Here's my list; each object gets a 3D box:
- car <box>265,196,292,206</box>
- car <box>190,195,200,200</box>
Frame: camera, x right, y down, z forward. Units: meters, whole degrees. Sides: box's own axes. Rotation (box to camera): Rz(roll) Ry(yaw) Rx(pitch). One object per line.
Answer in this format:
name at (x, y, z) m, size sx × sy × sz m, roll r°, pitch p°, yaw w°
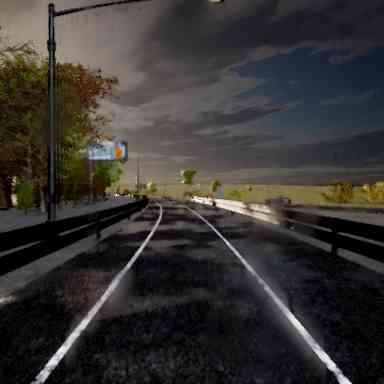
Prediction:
car at (12.853, 1.327, 49.832) m, size 2.128 × 1.511 × 4.902 m, roll 0°, pitch 0°, yaw -21°
car at (0.939, 1.493, 80.669) m, size 1.994 × 1.385 × 4.181 m, roll 0°, pitch 0°, yaw -21°
